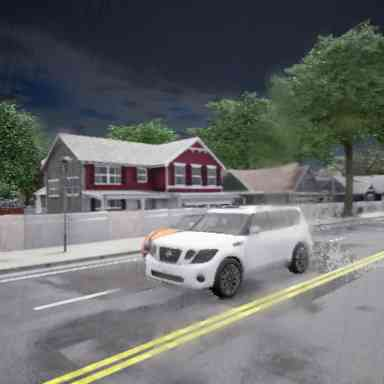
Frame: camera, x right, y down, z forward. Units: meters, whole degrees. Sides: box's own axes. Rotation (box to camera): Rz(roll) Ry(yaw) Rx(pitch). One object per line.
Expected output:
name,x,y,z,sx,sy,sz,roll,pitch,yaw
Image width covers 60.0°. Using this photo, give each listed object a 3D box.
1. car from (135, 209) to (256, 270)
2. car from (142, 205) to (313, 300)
car,0.295,1.644,12.924,4.553,1.767,2.097,0,-2,-44
car,1.368,1.421,9.433,5.566,2.045,2.150,0,-2,-44
